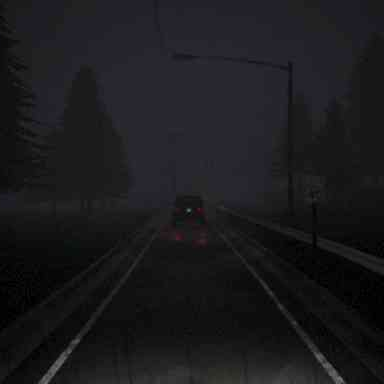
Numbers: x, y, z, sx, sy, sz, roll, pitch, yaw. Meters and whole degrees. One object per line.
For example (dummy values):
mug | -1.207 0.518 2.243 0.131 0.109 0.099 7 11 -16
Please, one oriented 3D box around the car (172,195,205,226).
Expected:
car | -0.266 1.240 23.842 2.150 2.045 5.566 0 0 -2

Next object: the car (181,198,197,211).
car | -0.342 1.555 42.603 1.812 1.442 4.674 0 0 4
